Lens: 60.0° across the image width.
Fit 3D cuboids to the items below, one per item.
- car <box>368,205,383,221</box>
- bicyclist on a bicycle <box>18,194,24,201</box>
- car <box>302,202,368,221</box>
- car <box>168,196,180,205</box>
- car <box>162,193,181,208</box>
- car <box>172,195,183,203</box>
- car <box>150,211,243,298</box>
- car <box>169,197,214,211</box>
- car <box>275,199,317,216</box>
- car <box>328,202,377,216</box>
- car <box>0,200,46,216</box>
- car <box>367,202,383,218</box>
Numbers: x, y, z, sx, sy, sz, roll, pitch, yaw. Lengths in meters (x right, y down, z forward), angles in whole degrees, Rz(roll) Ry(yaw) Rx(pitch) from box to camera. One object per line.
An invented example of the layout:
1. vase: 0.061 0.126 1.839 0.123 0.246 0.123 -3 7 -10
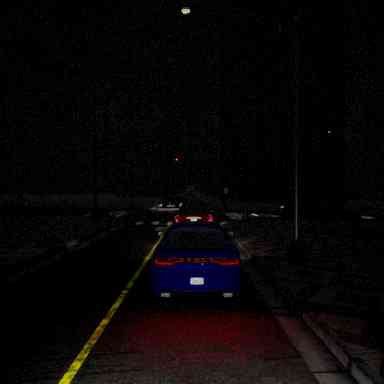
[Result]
1. car: 17.938 1.824 28.401 4.829 1.417 1.752 1 -1 0
2. bicyclist on a bicycle: -20.511 1.030 39.775 0.582 1.620 1.656 1 0 0
3. car: 12.125 1.775 28.398 4.313 1.339 1.947 1 -1 0
4. car: -3.101 1.526 59.183 1.812 1.442 4.674 0 0 1
5. car: -3.111 1.222 49.351 2.150 2.045 5.566 0 0 0
6. car: -3.034 1.493 69.501 2.128 1.511 4.902 0 0 0
7. car: 0.098 1.477 8.556 1.882 1.535 5.008 0 0 0
8. car: 0.114 1.352 17.710 2.097 1.767 4.553 0 0 1
9. car: 10.940 1.539 34.247 4.553 1.767 2.097 1 0 0
10. car: 17.773 1.842 36.925 4.403 1.369 2.008 1 -1 0
11. car: -14.784 1.367 28.293 4.403 1.369 2.008 1 -1 0
12. car: 20.854 1.867 34.251 4.674 1.442 1.812 1 0 0
